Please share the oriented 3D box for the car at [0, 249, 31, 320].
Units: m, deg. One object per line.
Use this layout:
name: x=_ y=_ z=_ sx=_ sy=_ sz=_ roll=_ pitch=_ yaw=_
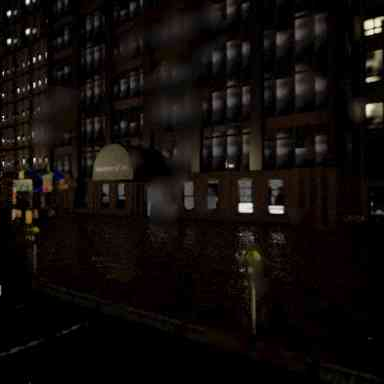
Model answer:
car: x=-4.757 y=1.567 z=6.273 sx=4.313 sy=1.339 sz=1.947 roll=0 pitch=0 yaw=36
